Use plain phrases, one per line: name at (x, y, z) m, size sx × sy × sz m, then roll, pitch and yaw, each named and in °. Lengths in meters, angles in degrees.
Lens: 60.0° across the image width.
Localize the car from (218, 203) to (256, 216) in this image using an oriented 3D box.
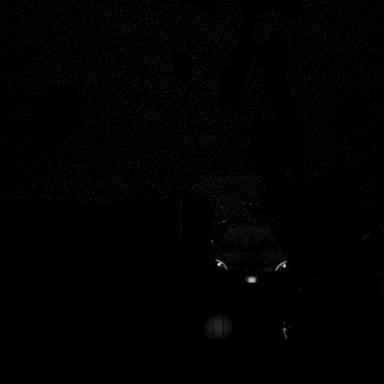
car at (2.752, 1.681, 21.349) m, size 1.837 × 1.490 × 4.892 m, roll 0°, pitch -1°, yaw 5°

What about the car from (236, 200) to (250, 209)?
car at (8.395, 2.083, 54.839) m, size 1.895 × 1.301 × 4.718 m, roll 0°, pitch -1°, yaw 5°

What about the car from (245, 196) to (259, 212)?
car at (7.537, 1.605, 44.130) m, size 2.150 × 2.045 × 5.566 m, roll 0°, pitch 0°, yaw 5°

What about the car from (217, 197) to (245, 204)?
car at (3.714, 1.507, 33.332) m, size 2.150 × 2.045 × 5.566 m, roll 0°, pitch -1°, yaw 4°

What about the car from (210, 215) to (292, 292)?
car at (1.582, 1.595, 9.337) m, size 1.812 × 1.442 × 4.674 m, roll 0°, pitch 0°, yaw 8°

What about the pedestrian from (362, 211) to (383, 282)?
pedestrian at (4.556, 1.353, 8.241) m, size 0.375 × 1.860 × 0.375 m, roll 1°, pitch -1°, yaw 5°
